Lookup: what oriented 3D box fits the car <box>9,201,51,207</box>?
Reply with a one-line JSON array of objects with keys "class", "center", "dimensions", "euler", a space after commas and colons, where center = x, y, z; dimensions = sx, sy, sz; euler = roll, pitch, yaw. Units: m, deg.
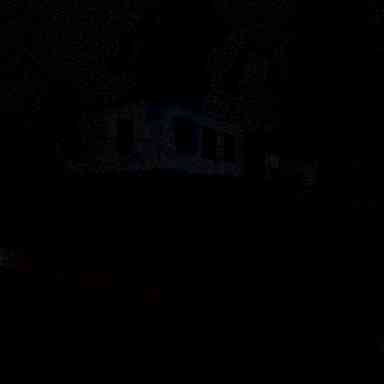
[{"class": "car", "center": [-12.384, 1.472, 25.633], "dimensions": [2.128, 1.511, 4.902], "euler": [0, 0, 29]}]

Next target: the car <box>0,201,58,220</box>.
[{"class": "car", "center": [-14.698, 1.528, 29.171], "dimensions": [2.033, 1.411, 5.357], "euler": [0, 0, 29]}]
